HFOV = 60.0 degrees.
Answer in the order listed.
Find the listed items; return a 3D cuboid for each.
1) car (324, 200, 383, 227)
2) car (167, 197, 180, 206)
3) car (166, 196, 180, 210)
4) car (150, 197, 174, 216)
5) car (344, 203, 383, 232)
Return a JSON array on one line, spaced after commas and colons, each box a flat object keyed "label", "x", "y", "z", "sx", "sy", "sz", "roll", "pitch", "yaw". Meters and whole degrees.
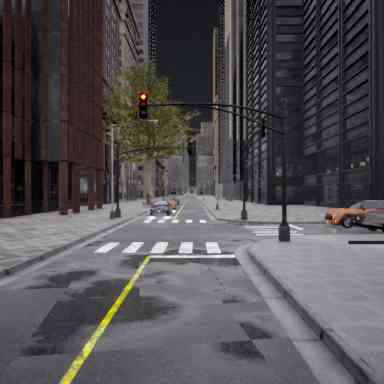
[{"label": "car", "x": 10.860, "y": 1.311, "z": 21.148, "sx": 4.553, "sy": 1.767, "sz": 2.097, "roll": 0, "pitch": 0, "yaw": 0}, {"label": "car", "x": -3.043, "y": 1.540, "z": 55.348, "sx": 1.837, "sy": 1.490, "sz": 4.892, "roll": 0, "pitch": 0, "yaw": 0}, {"label": "car", "x": -3.066, "y": 1.366, "z": 43.157, "sx": 2.097, "sy": 1.767, "sz": 4.553, "roll": 0, "pitch": 0, "yaw": 0}, {"label": "car", "x": -3.074, "y": 1.532, "z": 33.471, "sx": 1.812, "sy": 1.442, "sz": 4.674, "roll": 0, "pitch": 0, "yaw": 0}, {"label": "car", "x": 11.538, "y": 1.491, "z": 18.048, "sx": 5.357, "sy": 1.411, "sz": 2.033, "roll": 0, "pitch": 0, "yaw": 0}]
